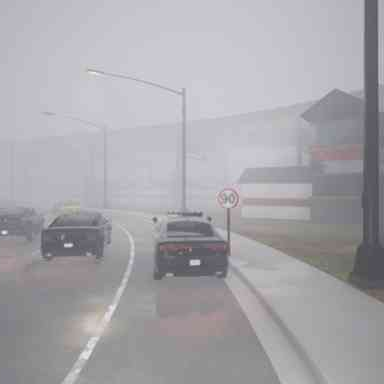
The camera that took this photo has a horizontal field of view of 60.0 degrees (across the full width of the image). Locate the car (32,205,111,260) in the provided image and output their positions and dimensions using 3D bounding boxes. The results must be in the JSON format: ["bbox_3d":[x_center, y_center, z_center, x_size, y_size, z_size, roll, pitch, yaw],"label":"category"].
[{"bbox_3d":[-4.163,1.473,12.558,1.882,1.535,5.008,0,0,-9],"label":"car"}]

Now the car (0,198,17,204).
[{"bbox_3d":[-24.236,1.505,42.653,4.674,1.442,1.812,0,0,33],"label":"car"}]

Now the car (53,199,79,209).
[{"bbox_3d":[-11.223,1.444,29.902,1.801,1.575,5.366,0,0,-33],"label":"car"}]

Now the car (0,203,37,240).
[{"bbox_3d":[-8.721,1.497,16.741,1.837,1.490,4.892,1,0,-15],"label":"car"}]

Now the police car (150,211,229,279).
[{"bbox_3d":[-0.244,1.422,10.223,1.930,1.638,5.238,0,0,-7],"label":"police car"}]
